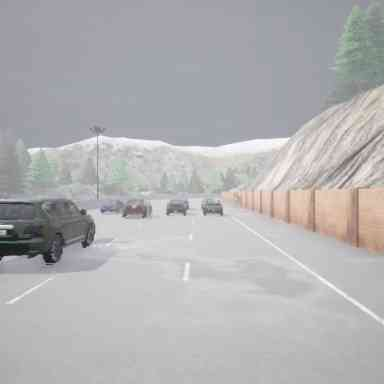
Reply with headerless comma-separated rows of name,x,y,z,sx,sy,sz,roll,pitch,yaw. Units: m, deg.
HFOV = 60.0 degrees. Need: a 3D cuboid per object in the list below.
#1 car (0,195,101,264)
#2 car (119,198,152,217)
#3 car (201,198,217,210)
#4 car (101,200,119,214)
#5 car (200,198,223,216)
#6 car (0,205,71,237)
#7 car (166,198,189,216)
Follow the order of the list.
car,-5.267,1.221,11.962,2.150,2.045,5.566,0,0,1
car,-5.010,1.351,31.075,2.097,1.767,4.553,0,0,1
car,2.148,1.525,43.237,1.812,1.442,4.674,0,0,1
car,-8.446,1.547,36.043,2.033,1.411,5.357,0,0,1
car,2.013,1.491,32.789,2.128,1.511,4.902,0,0,1
car,-8.671,1.526,19.001,1.812,1.442,4.674,0,0,1
car,-1.486,1.505,32.967,1.837,1.490,4.892,0,0,0
